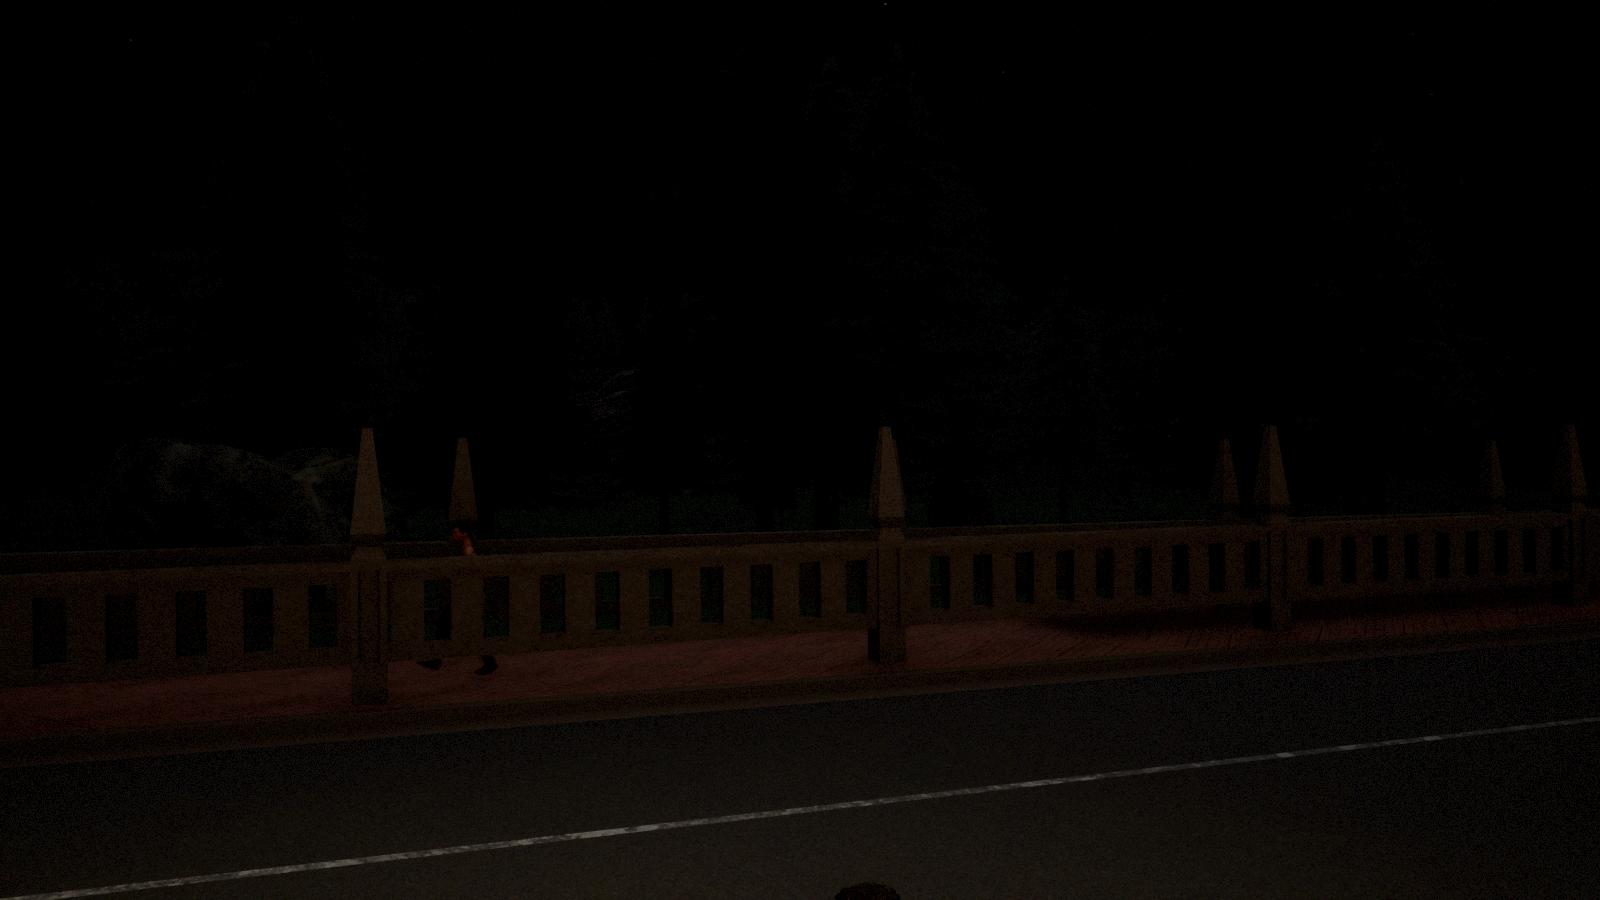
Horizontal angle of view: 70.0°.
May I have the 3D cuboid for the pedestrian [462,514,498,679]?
[{"bbox_3d":[-3.741,1.694,13.332,0.375,1.860,0.375,0,0,-20],"label":"pedestrian"}]
